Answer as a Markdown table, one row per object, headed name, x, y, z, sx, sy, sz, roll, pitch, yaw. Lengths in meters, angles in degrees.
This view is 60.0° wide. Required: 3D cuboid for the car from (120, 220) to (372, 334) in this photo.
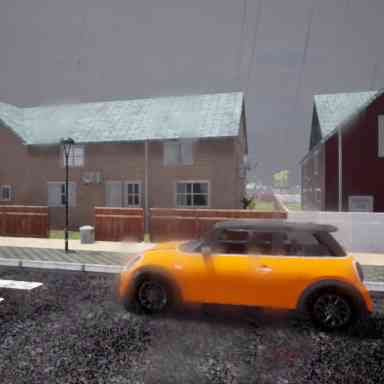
| name | x | y | z | sx | sy | sz | roll | pitch | yaw |
| --- | --- | --- | --- | --- | --- | --- | --- | --- | --- |
| car | 0.905 | 1.356 | 6.641 | 4.553 | 1.767 | 2.097 | 0 | 0 | 13 |
